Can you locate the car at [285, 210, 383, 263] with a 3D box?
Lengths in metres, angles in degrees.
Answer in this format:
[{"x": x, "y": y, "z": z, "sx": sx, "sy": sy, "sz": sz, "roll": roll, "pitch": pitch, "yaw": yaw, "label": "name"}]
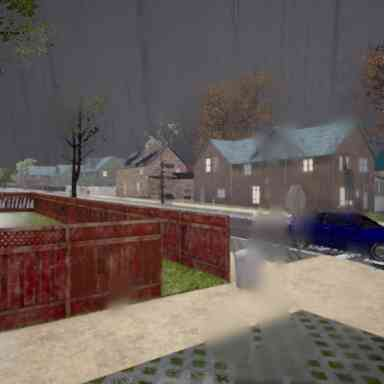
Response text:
[{"x": 5.512, "y": 1.427, "z": 11.851, "sx": 1.812, "sy": 1.442, "sz": 4.674, "roll": -1, "pitch": 4, "yaw": -36, "label": "car"}]
